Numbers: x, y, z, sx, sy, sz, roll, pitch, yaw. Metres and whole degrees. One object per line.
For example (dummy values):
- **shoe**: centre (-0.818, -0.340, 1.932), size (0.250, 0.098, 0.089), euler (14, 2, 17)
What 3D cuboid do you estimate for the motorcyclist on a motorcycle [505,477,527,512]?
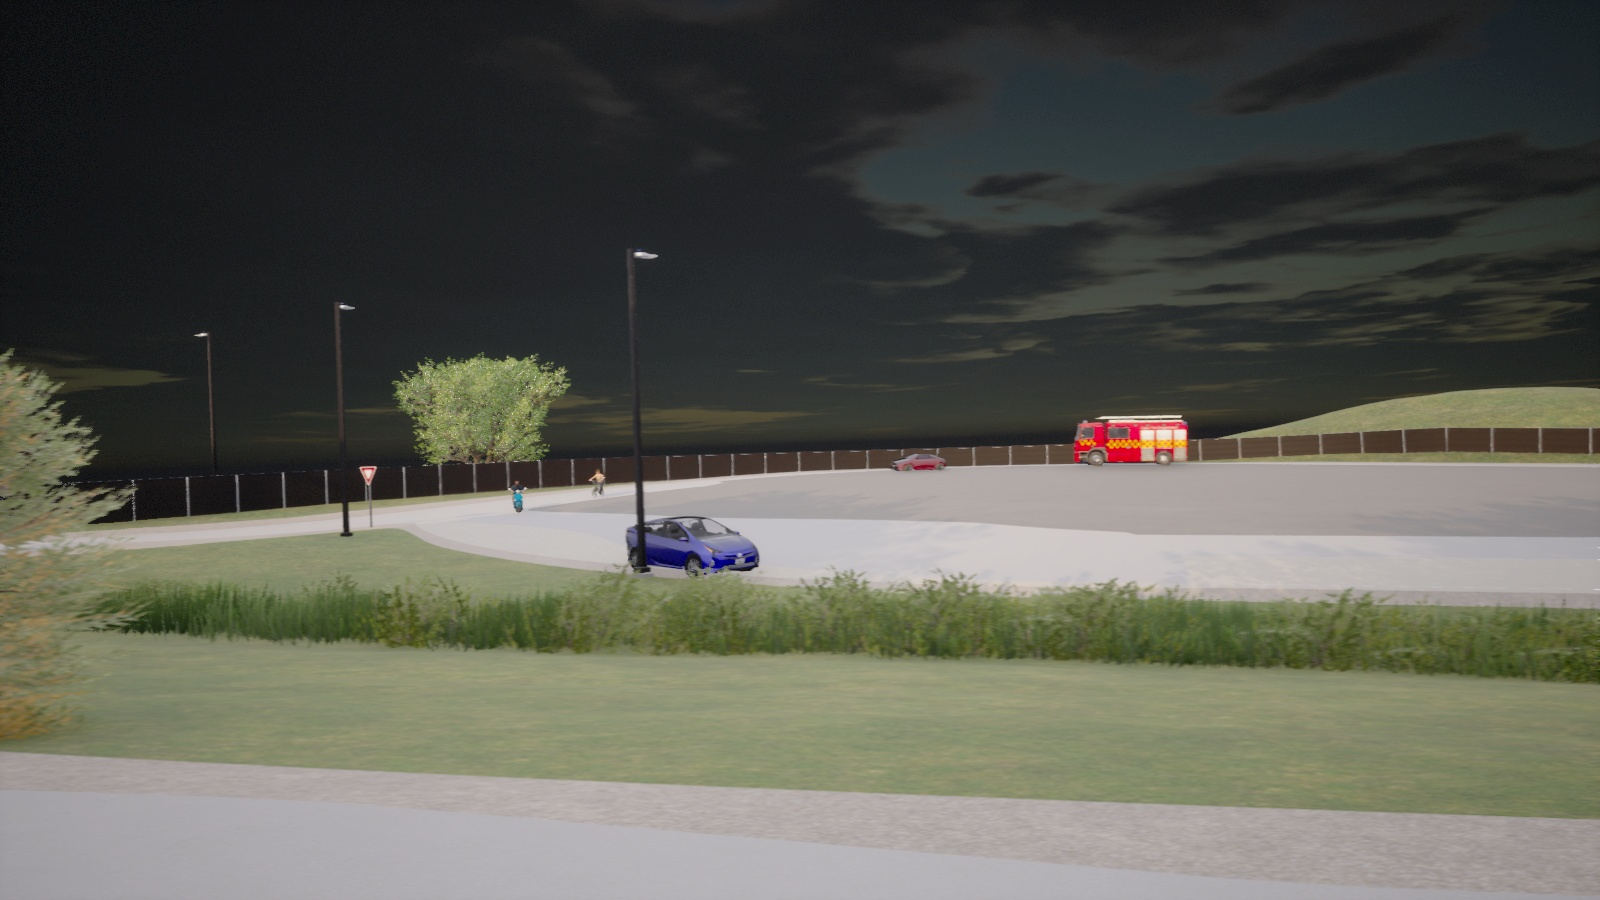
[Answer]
- **motorcyclist on a motorcycle**: centre (-14.006, 2.195, 61.824), size (0.866, 1.590, 1.817), euler (-1, 2, -17)

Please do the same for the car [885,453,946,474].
- **car**: centre (8.725, 1.022, 95.040), size (4.181, 1.385, 1.994), euler (-1, 3, -19)

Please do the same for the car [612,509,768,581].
- **car**: centre (-3.140, 2.587, 35.141), size (2.007, 1.525, 4.514), euler (-4, 3, -41)
